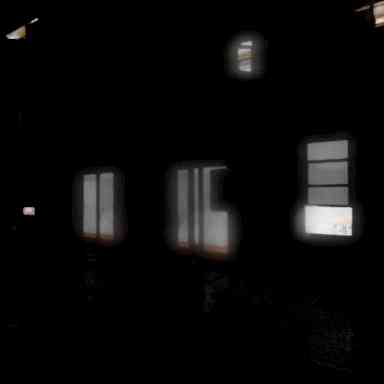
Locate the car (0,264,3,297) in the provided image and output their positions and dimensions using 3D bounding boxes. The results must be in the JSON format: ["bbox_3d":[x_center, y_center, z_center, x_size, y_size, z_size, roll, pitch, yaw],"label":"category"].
[{"bbox_3d":[-5.562,1.553,6.846,4.403,1.369,2.008,0,0,36],"label":"car"}]
